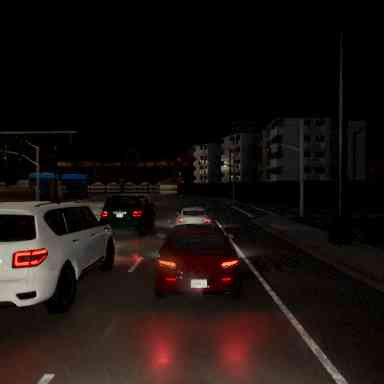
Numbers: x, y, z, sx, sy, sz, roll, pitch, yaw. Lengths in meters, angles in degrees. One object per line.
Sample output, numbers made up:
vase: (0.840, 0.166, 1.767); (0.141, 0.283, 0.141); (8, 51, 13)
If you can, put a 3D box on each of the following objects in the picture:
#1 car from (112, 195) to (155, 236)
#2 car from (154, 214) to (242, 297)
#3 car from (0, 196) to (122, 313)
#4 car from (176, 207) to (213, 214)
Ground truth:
car: (-3.352, 1.179, 18.147); (2.150, 2.045, 5.566); (0, 0, 0)
car: (0.120, 1.521, 8.431); (1.812, 1.442, 4.674); (0, 0, 0)
car: (-3.383, 1.217, 7.788); (2.150, 2.045, 5.566); (0, 0, 0)
car: (0.115, 1.490, 17.518); (1.812, 1.442, 4.674); (0, 0, 1)
